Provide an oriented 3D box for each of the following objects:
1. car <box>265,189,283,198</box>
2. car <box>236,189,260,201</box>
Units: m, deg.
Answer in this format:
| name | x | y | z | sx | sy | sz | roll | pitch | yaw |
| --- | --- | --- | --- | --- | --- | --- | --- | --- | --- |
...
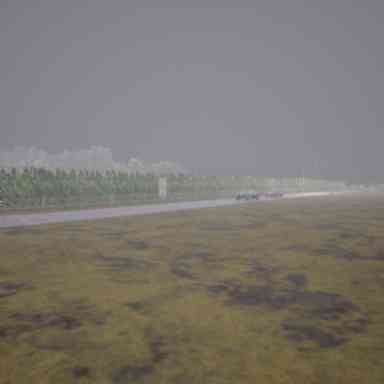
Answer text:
| name | x | y | z | sx | sy | sz | roll | pitch | yaw |
| --- | --- | --- | --- | --- | --- | --- | --- | --- | --- |
| car | 14.092 | 0.250 | 56.930 | 2.128 | 1.511 | 4.902 | 2 | 2 | 36 |
| car | 8.242 | 0.342 | 48.658 | 2.097 | 1.767 | 4.553 | 2 | 2 | 36 |
